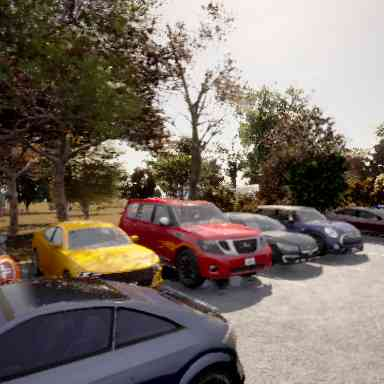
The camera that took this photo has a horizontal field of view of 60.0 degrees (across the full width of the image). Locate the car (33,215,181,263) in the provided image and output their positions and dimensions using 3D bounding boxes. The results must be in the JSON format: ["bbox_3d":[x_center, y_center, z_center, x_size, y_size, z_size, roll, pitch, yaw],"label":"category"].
[{"bbox_3d":[-2.573,1.480,8.229,2.097,1.535,5.008,0,0,-35],"label":"car"}]

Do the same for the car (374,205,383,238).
[{"bbox_3d":[8.786,1.507,16.285,2.163,1.488,4.792,0,0,-35],"label":"car"}]

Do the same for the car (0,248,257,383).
[{"bbox_3d":[-1.522,1.564,2.905,4.181,1.385,1.994,0,0,-35],"label":"car"}]

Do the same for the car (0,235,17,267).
[{"bbox_3d":[-4.819,1.354,6.583,2.185,1.767,4.553,0,0,-35],"label":"car"}]

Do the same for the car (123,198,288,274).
[{"bbox_3d":[-0.284,1.229,9.821,2.435,2.045,5.566,0,0,-36],"label":"car"}]

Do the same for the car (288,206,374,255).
[{"bbox_3d":[4.216,1.354,13.102,2.185,1.767,4.553,0,0,-35],"label":"car"}]

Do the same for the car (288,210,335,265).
[{"bbox_3d":[1.962,1.482,11.464,2.231,1.521,4.892,0,0,-35],"label":"car"}]
